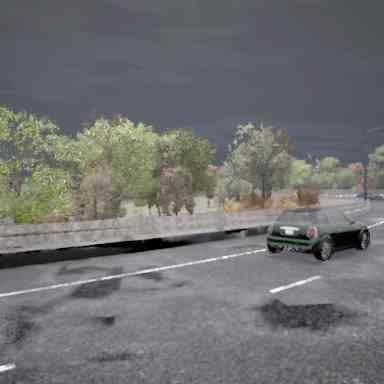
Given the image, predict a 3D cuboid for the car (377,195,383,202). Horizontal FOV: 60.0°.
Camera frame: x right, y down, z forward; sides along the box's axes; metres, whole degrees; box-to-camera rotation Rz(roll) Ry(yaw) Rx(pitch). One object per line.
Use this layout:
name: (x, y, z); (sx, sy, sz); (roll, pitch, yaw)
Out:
car: (42.334, 1.411, 74.319); (2.033, 1.411, 5.357); (0, 0, 7)

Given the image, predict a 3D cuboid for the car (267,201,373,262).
car: (4.861, 1.362, 12.553); (4.553, 1.767, 2.097); (0, 0, -41)

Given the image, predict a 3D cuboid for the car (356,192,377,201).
car: (38.880, 1.109, 74.896); (2.150, 2.045, 5.566); (0, 0, 7)
